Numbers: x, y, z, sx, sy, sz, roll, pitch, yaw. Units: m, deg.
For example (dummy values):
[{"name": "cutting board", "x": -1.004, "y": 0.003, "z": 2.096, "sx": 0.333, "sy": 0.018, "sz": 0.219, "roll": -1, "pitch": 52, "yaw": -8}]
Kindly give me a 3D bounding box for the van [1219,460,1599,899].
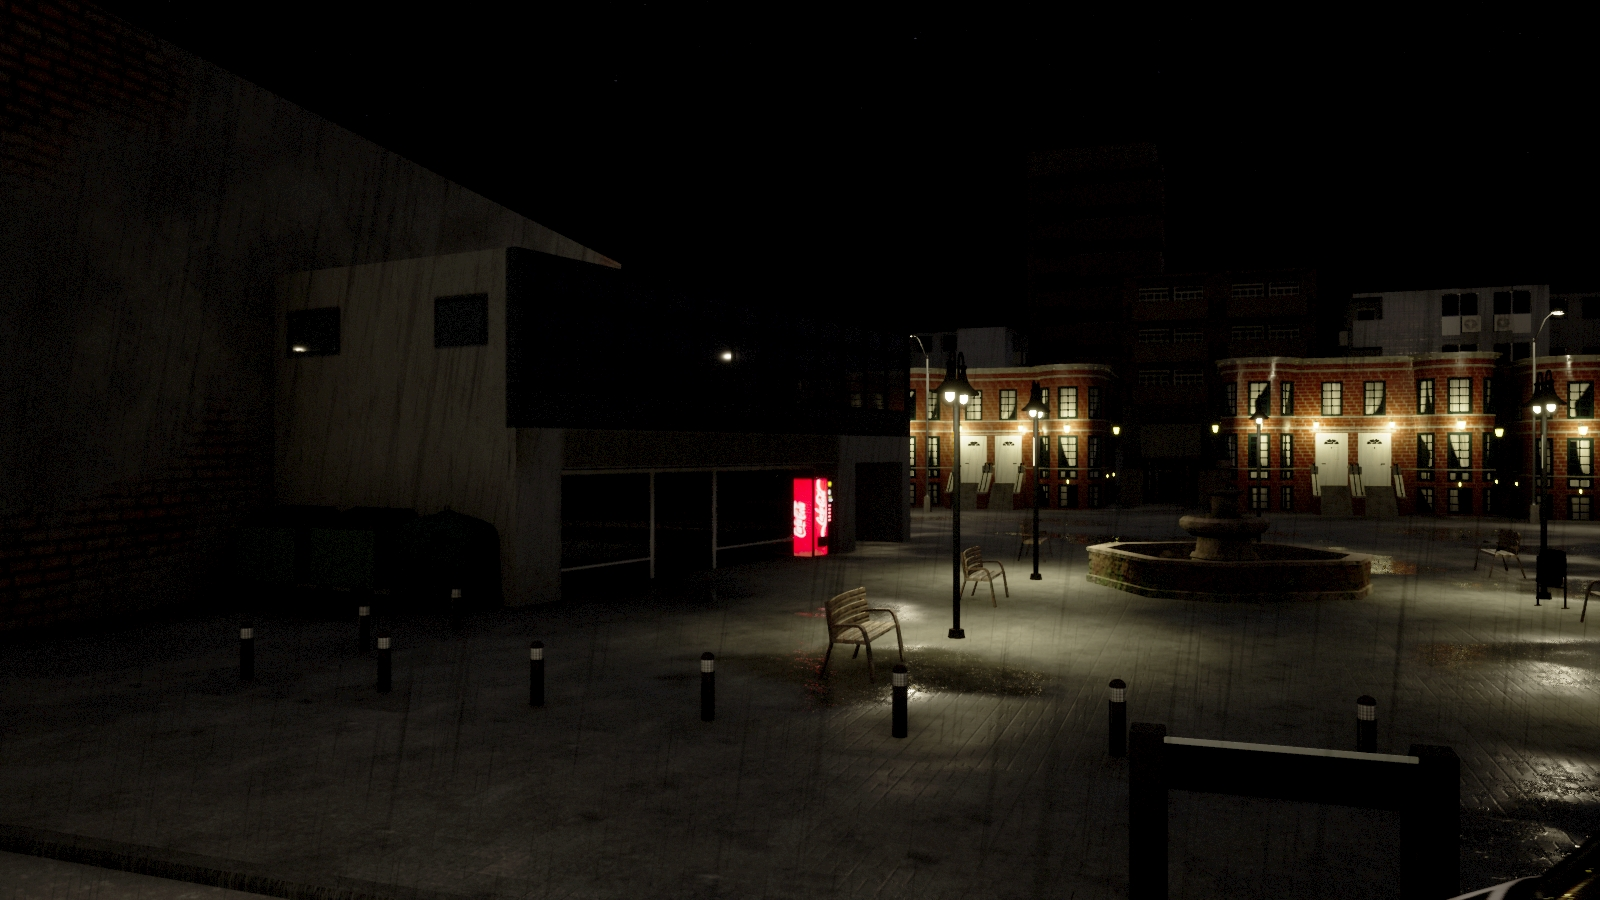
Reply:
[{"name": "van", "x": 4.029, "y": 1.314, "z": 2.380, "sx": 5.915, "sy": 2.561, "sz": 1.988, "roll": 0, "pitch": 0, "yaw": 20}]
